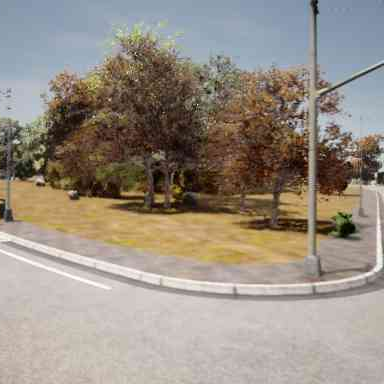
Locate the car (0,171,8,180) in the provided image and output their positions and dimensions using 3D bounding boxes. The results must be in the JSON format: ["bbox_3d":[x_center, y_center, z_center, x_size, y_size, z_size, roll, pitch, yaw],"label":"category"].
[{"bbox_3d":[-43.322,-3.522,75.945,2.033,1.411,5.357,0,4,-7],"label":"car"}]
